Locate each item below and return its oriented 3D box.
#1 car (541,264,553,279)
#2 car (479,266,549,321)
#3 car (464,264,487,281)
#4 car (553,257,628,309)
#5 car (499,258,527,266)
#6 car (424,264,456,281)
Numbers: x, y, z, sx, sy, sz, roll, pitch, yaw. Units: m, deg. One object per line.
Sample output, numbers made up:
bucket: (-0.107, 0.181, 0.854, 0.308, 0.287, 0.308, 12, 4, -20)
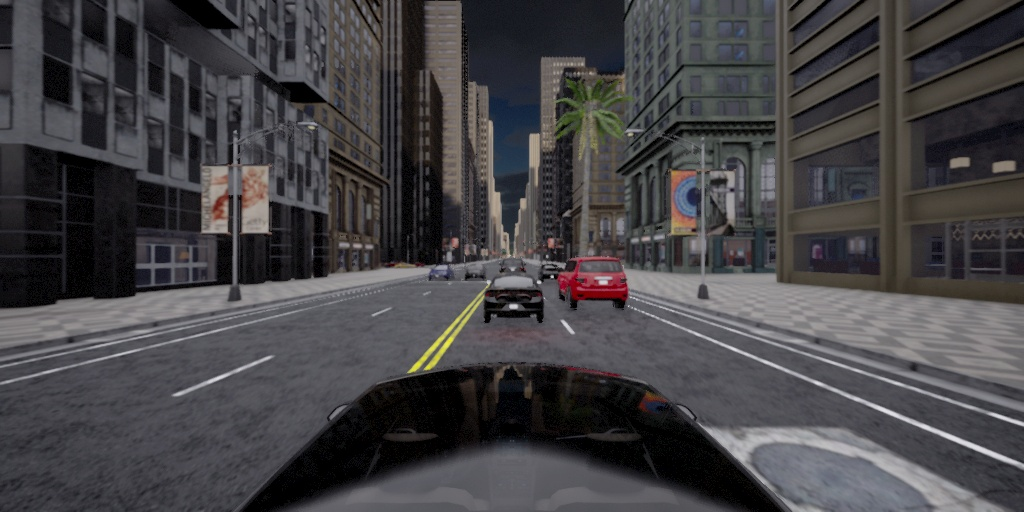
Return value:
car: (3.322, 1.488, 32.075, 1.837, 1.490, 4.892, 0, -1, 0)
car: (0.064, 1.314, 12.853, 1.882, 1.535, 5.008, 0, 0, 0)
car: (-3.365, 1.504, 34.056, 1.837, 1.490, 4.892, 0, -1, 0)
car: (3.326, 1.079, 15.682, 2.150, 2.045, 5.566, 0, -1, 0)
car: (0.071, 1.195, 30.849, 2.150, 2.045, 5.566, 0, -1, 0)
car: (-6.616, 1.523, 33.995, 1.812, 1.442, 4.674, 0, 0, 0)
